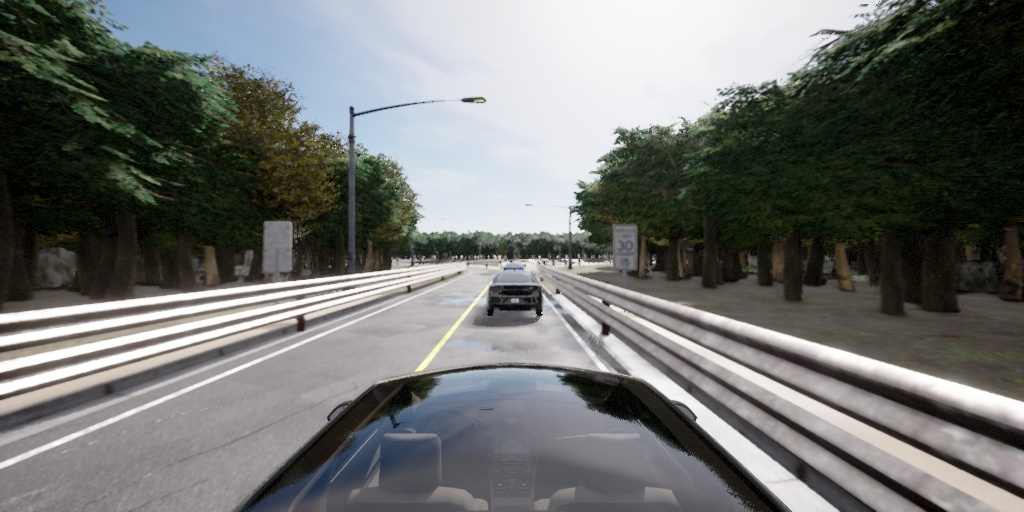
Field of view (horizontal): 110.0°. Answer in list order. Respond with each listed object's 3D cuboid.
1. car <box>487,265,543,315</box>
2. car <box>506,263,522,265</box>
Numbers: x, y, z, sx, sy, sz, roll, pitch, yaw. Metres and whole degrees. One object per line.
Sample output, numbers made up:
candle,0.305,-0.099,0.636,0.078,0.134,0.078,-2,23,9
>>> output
car,0.100,1.265,13.778,1.882,1.535,5.008,0,0,0
car,0.195,1.321,31.897,1.882,1.535,5.008,0,0,2
